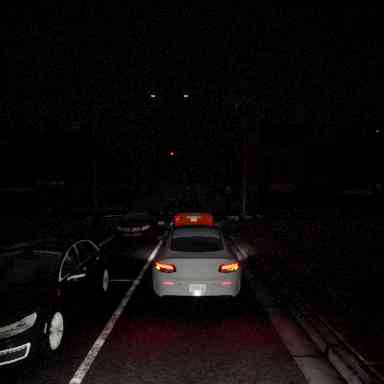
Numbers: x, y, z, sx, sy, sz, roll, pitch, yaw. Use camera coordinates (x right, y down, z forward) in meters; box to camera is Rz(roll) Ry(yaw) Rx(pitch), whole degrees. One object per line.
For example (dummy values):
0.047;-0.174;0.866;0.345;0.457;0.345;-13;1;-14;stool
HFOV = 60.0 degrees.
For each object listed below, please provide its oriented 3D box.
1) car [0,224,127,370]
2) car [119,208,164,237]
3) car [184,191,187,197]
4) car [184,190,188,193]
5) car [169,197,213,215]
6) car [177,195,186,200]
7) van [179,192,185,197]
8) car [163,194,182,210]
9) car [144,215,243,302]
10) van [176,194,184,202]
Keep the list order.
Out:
-2.664;1.548;5.857;2.008;1.369;4.403;-2;0;0;car
-2.674;1.582;16.751;1.802;1.307;4.206;-2;0;0;car
-2.730;1.308;71.228;2.192;1.841;5.009;-1;0;0;car
-2.744;1.132;93.398;2.192;1.841;5.009;-1;1;0;car
0.083;1.353;18.112;2.097;1.767;4.553;0;0;0;car
-2.737;1.430;87.849;2.008;1.369;4.403;-1;0;0;car
-2.724;1.360;65.685;1.690;1.788;3.998;-1;0;0;van
-2.705;1.484;43.529;1.967;1.590;4.097;-2;0;0;car
0.093;1.523;8.149;1.812;1.442;4.674;0;0;0;car
-2.733;1.302;76.765;1.690;1.788;3.998;-1;0;0;van
